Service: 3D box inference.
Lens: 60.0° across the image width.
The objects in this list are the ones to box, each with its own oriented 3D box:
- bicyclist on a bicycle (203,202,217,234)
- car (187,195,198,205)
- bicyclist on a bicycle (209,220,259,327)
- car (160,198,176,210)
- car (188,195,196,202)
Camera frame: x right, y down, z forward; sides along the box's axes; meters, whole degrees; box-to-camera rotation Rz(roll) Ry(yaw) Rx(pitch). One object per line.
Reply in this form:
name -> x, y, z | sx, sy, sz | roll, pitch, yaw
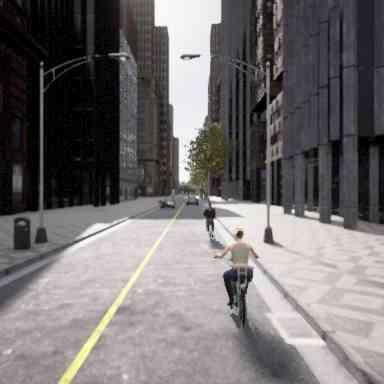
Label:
bicyclist on a bicycle -> 0.828, 1.340, 15.346 | 0.659, 1.776, 1.843 | 0, 0, 0
car -> 0.101, 1.554, 58.039 | 1.994, 1.385, 4.181 | 0, 0, 0
bicyclist on a bicycle -> 0.830, 1.421, 5.992 | 0.866, 1.612, 1.509 | 0, 0, 0
car -> -3.087, 1.520, 43.403 | 2.033, 1.411, 5.357 | 0, 0, 0
car -> 0.003, 1.539, 76.926 | 1.837, 1.490, 4.892 | 0, 0, 0
